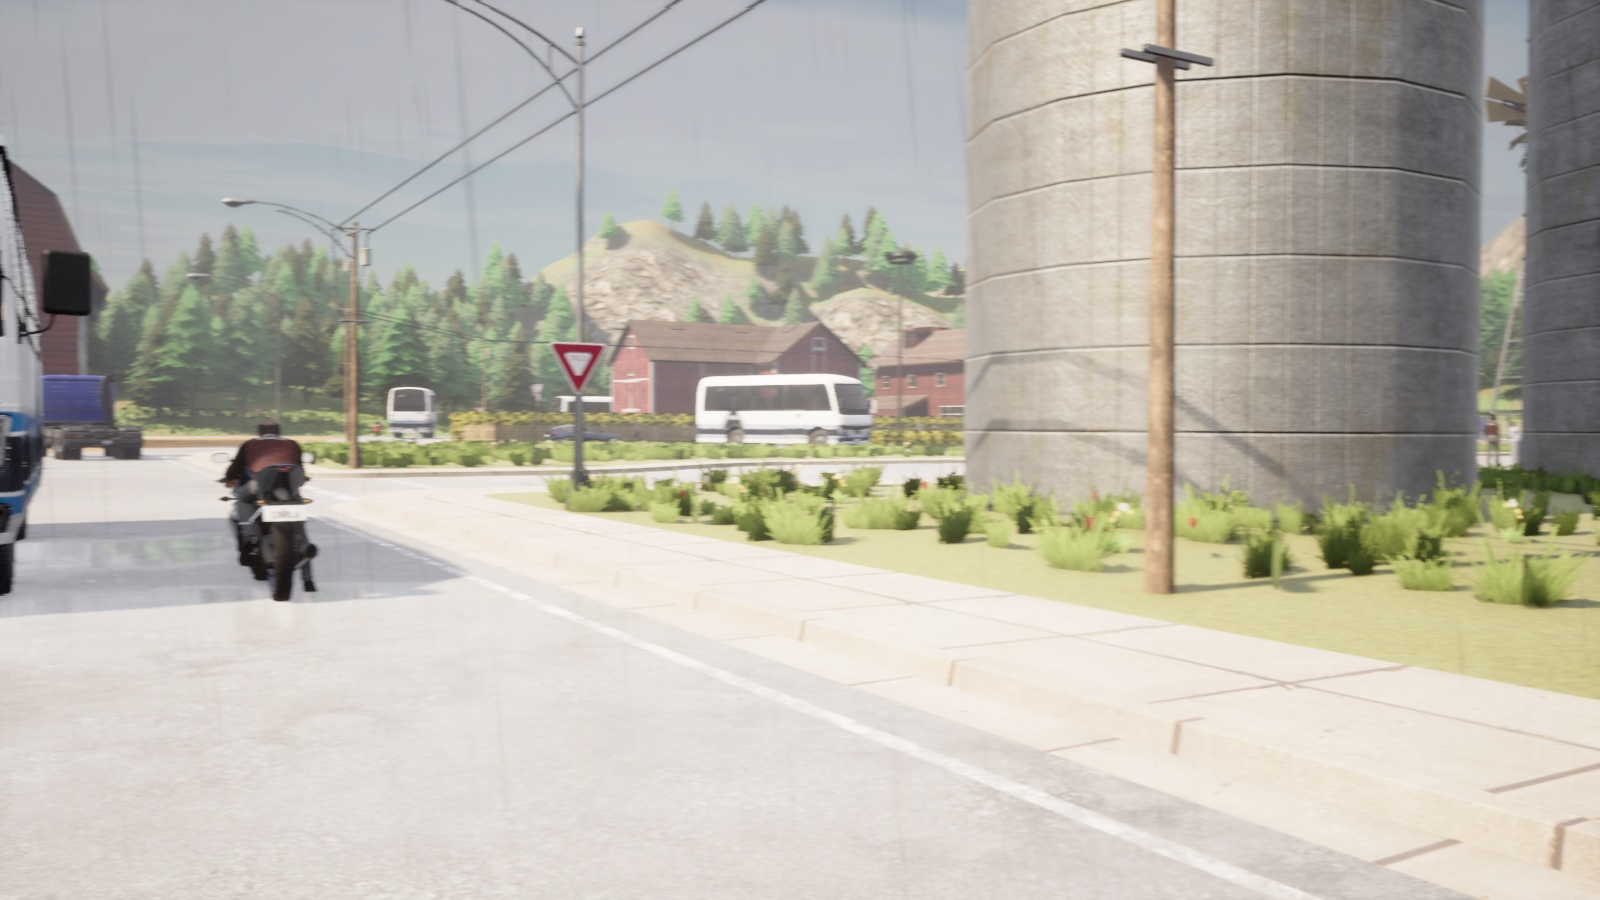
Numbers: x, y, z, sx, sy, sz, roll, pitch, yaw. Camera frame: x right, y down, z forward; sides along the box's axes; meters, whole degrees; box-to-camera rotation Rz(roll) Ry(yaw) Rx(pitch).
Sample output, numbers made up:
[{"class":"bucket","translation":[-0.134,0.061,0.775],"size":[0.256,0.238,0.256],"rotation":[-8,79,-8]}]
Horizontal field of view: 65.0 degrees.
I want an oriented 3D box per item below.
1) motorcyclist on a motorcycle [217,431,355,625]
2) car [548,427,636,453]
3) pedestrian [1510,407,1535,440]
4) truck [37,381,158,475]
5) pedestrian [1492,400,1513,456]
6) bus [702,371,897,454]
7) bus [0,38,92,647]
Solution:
[{"class":"motorcyclist on a motorcycle","translation":[-4.598,0.602,11.140],"size":[0.866,1.530,2.191],"rotation":[-1,1,-29]},{"class":"car","translation":[-12.615,-0.600,76.129],"size":[4.792,1.488,2.163],"rotation":[-1,1,-28]},{"class":"pedestrian","translation":[40.689,-1.490,70.712],"size":[0.900,1.855,0.874],"rotation":[-1,1,-30]},{"class":"truck","translation":[-28.352,-0.898,50.496],"size":[2.891,3.462,7.936],"rotation":[-2,2,-39]},{"class":"pedestrian","translation":[24.298,-0.759,43.434],"size":[0.666,1.930,0.402],"rotation":[-1,1,-34]},{"class":"bus","translation":[-0.117,-1.984,68.648],"size":[10.273,4.253,3.944],"rotation":[0,2,37]},{"class":"bus","translation":[-9.414,-0.777,12.501],"size":[3.944,4.253,10.273],"rotation":[-1,1,-30]}]
